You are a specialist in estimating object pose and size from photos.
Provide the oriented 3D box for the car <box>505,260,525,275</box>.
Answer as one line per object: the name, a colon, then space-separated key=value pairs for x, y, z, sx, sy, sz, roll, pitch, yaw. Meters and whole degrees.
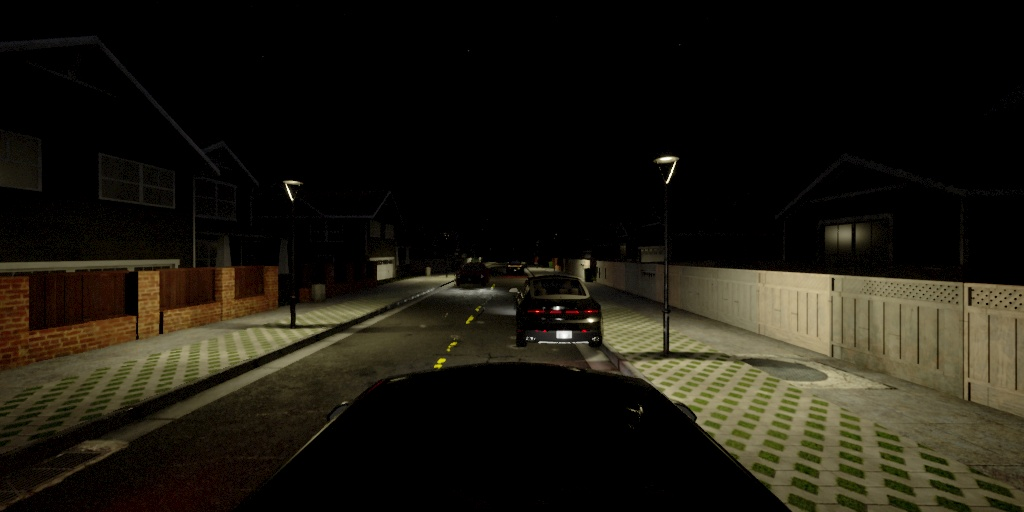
car: x=0.331 y=1.196 z=37.562 sx=2.128 sy=1.511 sz=4.902 roll=0 pitch=0 yaw=1

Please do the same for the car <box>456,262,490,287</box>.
car: x=-2.587 y=1.204 z=24.523 sx=1.882 sy=1.535 sz=5.008 roll=0 pitch=0 yaw=0

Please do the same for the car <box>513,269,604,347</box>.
car: x=1.015 y=1.250 z=9.253 sx=1.837 sy=1.490 sz=4.892 roll=0 pitch=0 yaw=0
